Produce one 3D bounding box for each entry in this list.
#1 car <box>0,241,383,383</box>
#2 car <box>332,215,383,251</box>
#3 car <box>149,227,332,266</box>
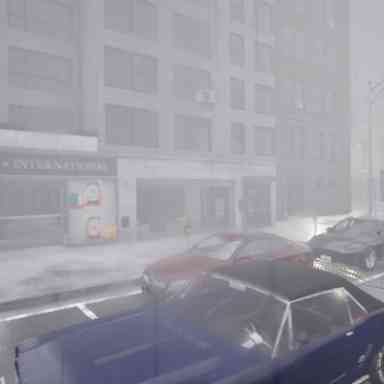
[{"bbox_3d":[0.603,1.568,3.682,4.718,1.301,1.895,-1,1,-35],"label":"car"},{"bbox_3d":[5.446,1.428,10.402,4.313,1.339,1.947,-1,1,-35],"label":"car"},{"bbox_3d":[0.945,1.518,7.199,4.206,1.307,1.802,-1,1,-35],"label":"car"}]
